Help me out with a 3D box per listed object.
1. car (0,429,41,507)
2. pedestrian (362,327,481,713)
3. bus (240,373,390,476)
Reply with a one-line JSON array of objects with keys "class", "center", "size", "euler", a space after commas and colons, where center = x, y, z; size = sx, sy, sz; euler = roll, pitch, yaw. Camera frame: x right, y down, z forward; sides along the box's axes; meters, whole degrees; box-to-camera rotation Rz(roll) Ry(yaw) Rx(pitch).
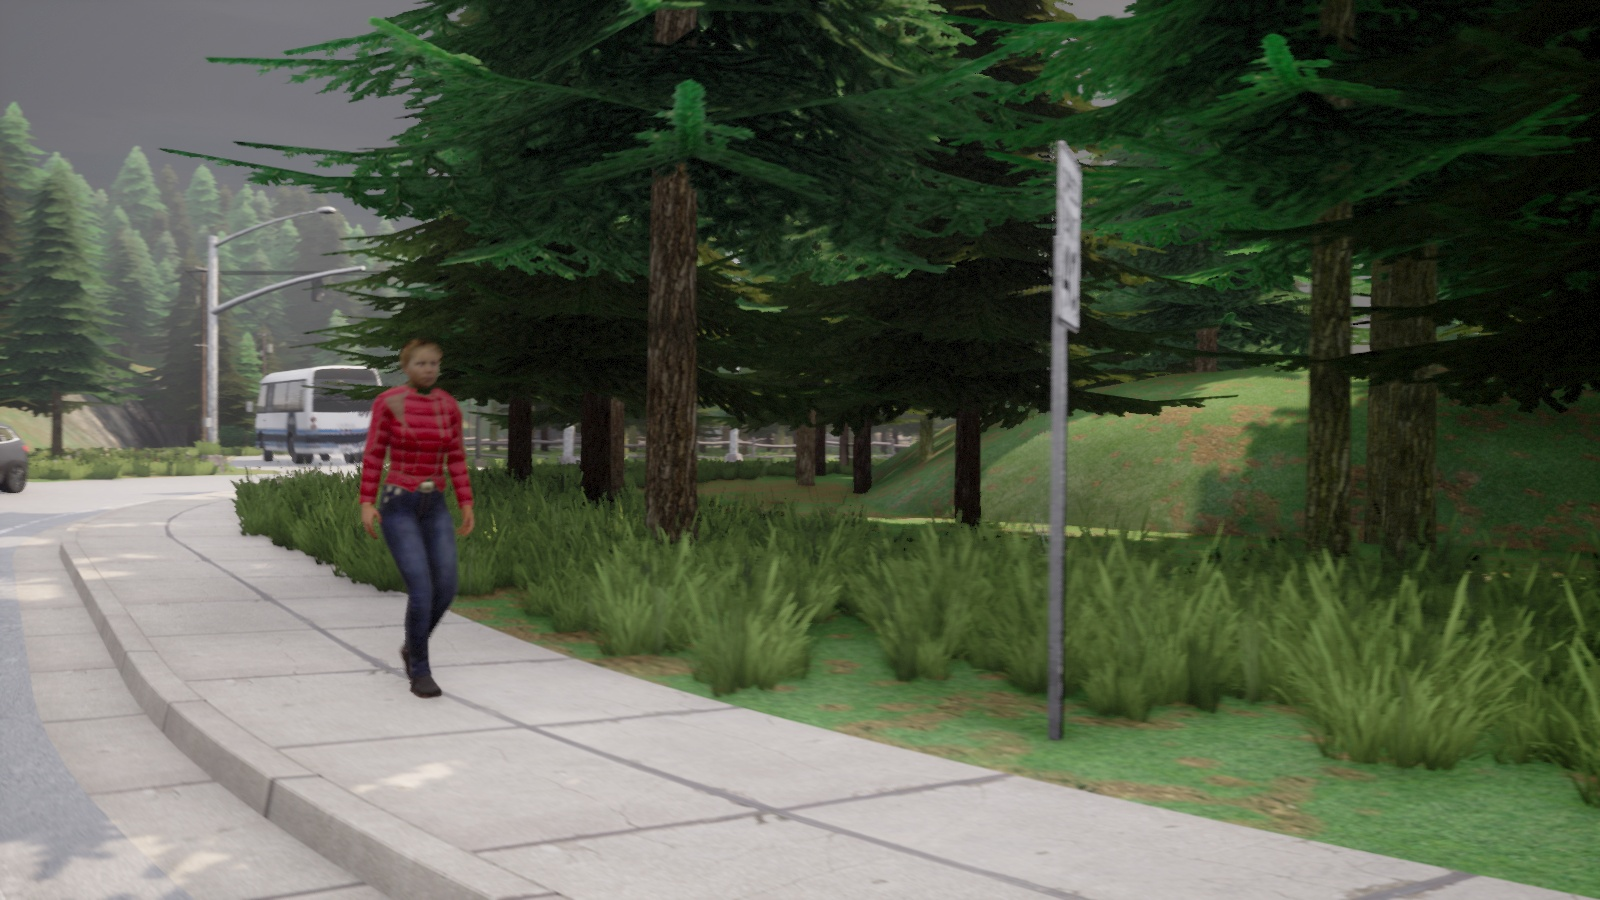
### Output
[{"class": "car", "center": [-18.322, 0.405, 26.155], "size": [2.242, 1.667, 4.611], "euler": [-1, 1, 0]}, {"class": "pedestrian", "center": [-1.920, 0.332, 6.348], "size": [0.331, 1.846, 0.636], "euler": [-1, 1, -40]}, {"class": "bus", "center": [-22.365, -1.138, 57.434], "size": [3.944, 4.253, 10.273], "euler": [-2, 2, -35]}]
